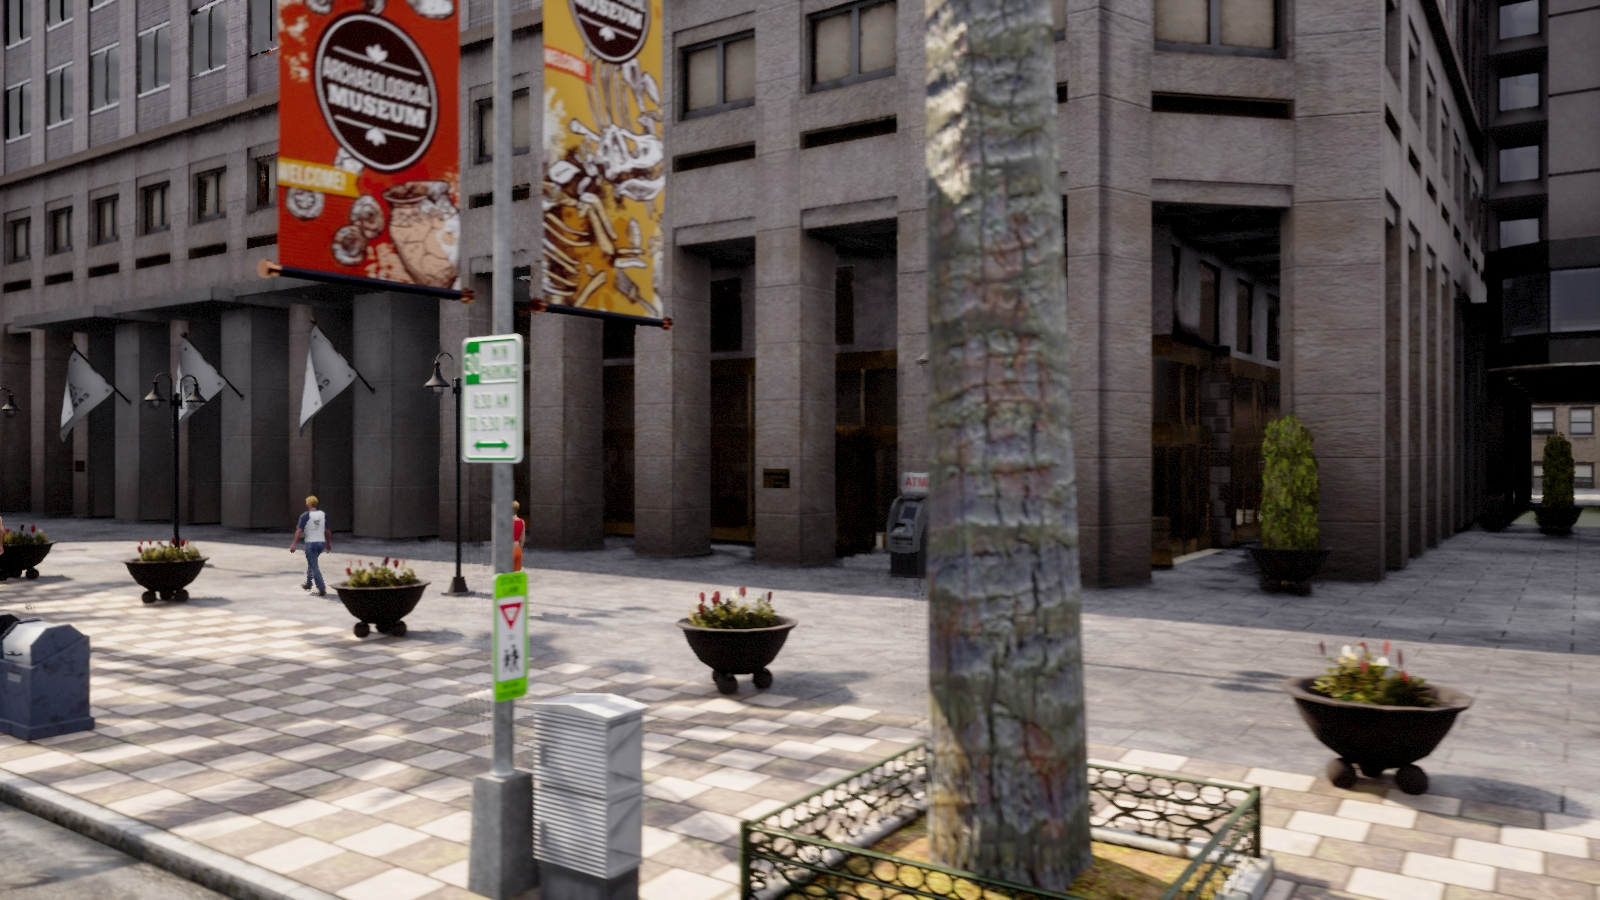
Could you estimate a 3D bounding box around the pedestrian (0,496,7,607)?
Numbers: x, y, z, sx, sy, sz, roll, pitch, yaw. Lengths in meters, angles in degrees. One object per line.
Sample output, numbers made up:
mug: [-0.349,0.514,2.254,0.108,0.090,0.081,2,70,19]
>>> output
pedestrian: [-13.562,1.698,19.099,0.375,1.860,0.375,0,0,33]

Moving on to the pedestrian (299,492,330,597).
pedestrian: [-8.780,1.701,20.674,0.375,1.860,0.375,0,0,37]

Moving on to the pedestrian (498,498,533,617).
pedestrian: [-4.564,1.706,18.333,0.375,1.860,0.375,0,0,30]
